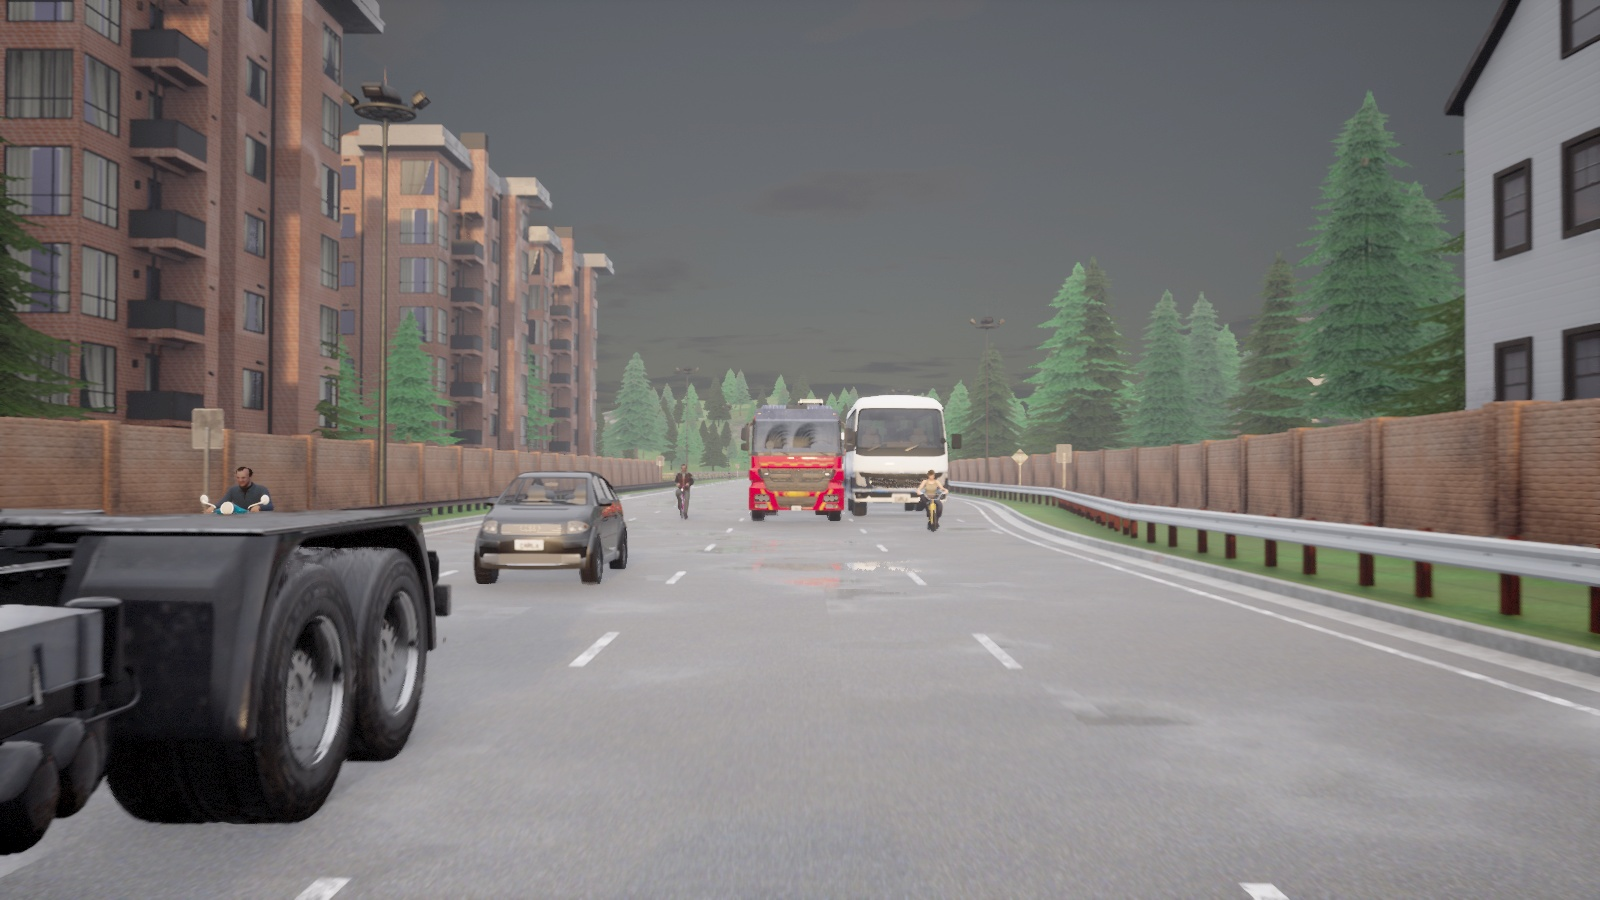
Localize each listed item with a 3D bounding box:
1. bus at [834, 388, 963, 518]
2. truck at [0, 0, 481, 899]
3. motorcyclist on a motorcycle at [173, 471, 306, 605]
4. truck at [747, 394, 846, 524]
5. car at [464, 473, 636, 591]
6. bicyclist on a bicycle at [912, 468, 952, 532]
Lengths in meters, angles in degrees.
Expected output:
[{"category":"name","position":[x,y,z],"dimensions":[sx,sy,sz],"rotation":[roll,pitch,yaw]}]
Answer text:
[{"category":"bus","position":[3.383,0.204,46.611],"dimensions":[3.944,4.253,10.273],"rotation":[0,-1,0]},{"category":"truck","position":[-3.514,-0.083,4.214],"dimensions":[2.891,3.462,7.936],"rotation":[0,-1,0]},{"category":"motorcyclist on a motorcycle","position":[-7.039,1.062,15.888],"dimensions":[0.866,1.590,1.817],"rotation":[0,-1,0]},{"category":"truck","position":[-0.105,0.339,41.190],"dimensions":[2.891,3.827,8.468],"rotation":[0,-1,0]},{"category":"car","position":[-3.545,1.114,18.428],"dimensions":[1.789,1.549,3.705],"rotation":[0,-1,0]},{"category":"bicyclist on a bicycle","position":[3.420,1.283,32.612],"dimensions":[0.866,1.612,1.509],"rotation":[0,-1,0]}]
